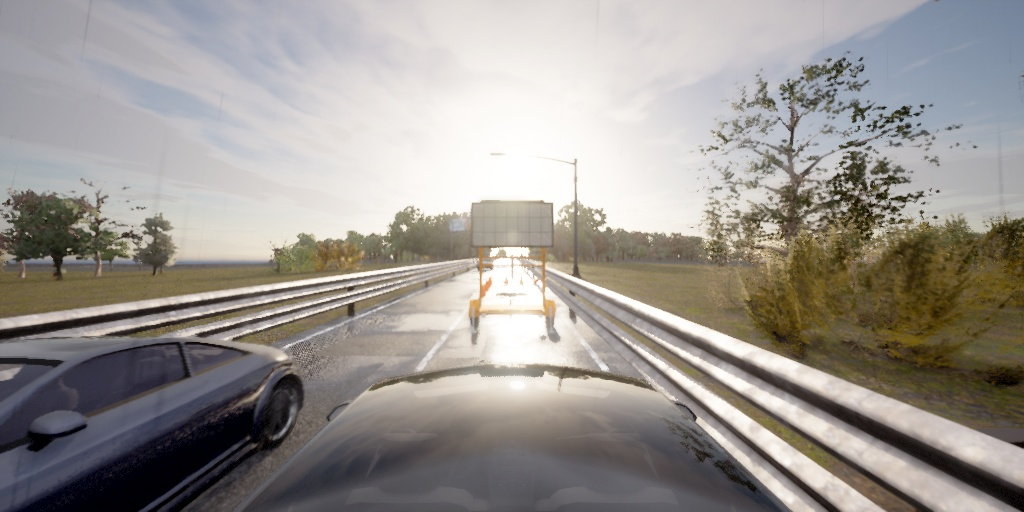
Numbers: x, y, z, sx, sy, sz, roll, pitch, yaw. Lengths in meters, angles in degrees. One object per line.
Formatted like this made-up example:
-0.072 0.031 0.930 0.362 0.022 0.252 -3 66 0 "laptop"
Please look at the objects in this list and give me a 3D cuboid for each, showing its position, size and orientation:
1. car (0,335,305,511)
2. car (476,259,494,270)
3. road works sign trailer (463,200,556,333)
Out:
-3.349 1.310 2.365 1.994 1.385 4.181 0 0 0 "car"
-3.335 0.996 44.950 1.837 1.490 4.892 0 0 0 "car"
0.012 0.162 10.527 2.380 3.560 2.880 0 0 0 "road works sign trailer"
